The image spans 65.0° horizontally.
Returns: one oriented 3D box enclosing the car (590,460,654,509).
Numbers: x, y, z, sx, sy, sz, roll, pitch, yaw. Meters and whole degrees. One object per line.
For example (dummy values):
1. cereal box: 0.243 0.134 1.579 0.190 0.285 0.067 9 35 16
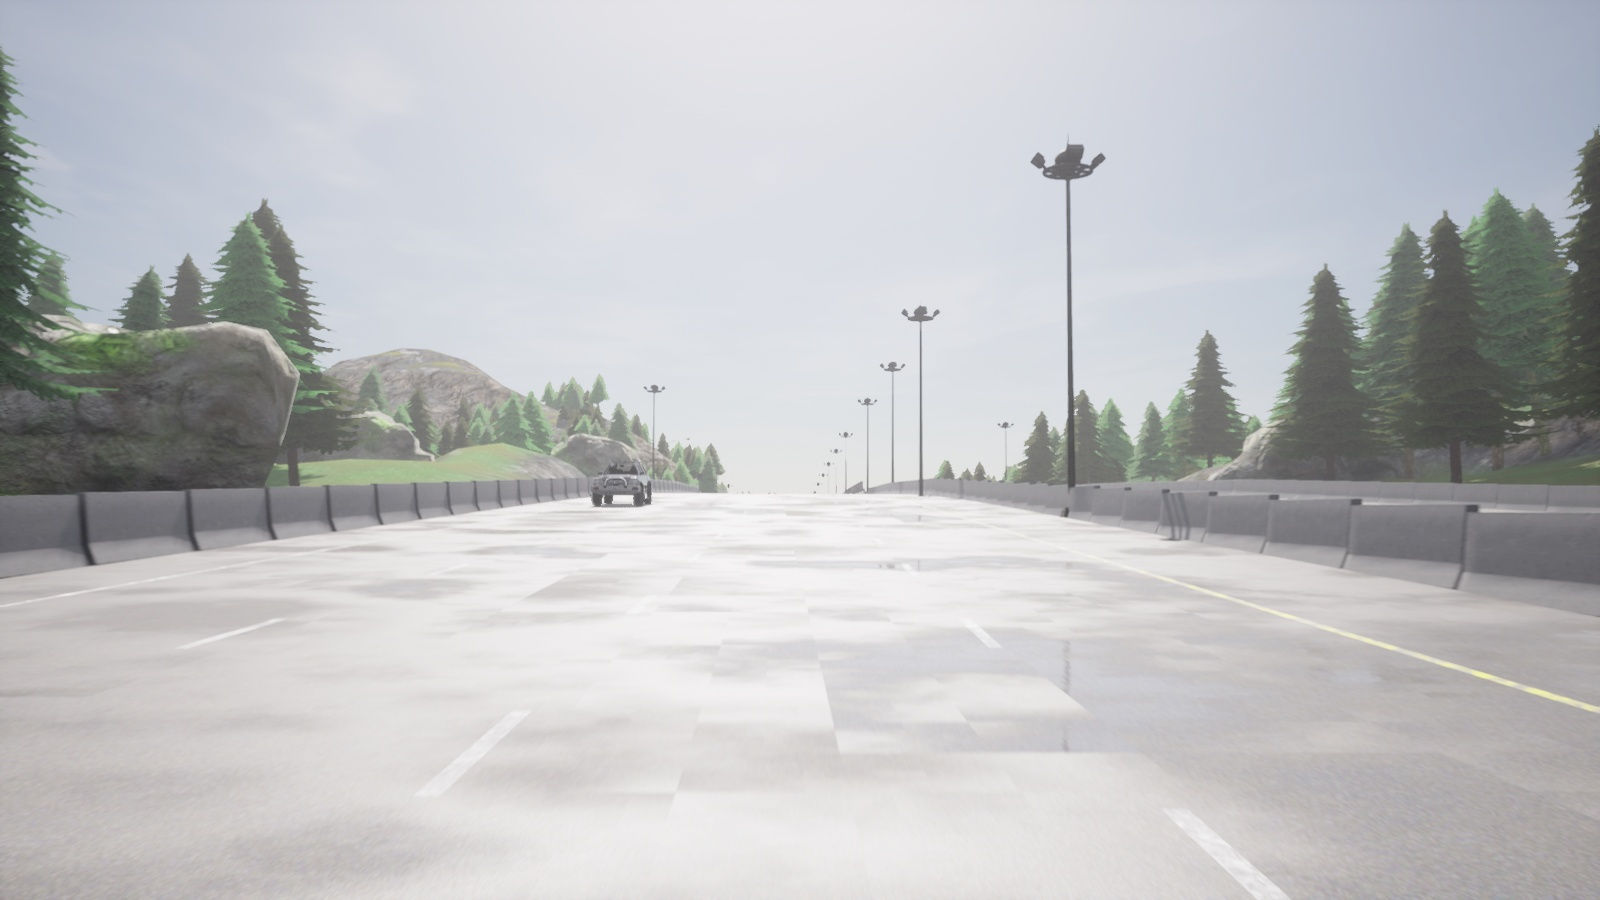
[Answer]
1. car: -7.125 1.363 50.714 1.932 1.855 4.605 0 -1 0
